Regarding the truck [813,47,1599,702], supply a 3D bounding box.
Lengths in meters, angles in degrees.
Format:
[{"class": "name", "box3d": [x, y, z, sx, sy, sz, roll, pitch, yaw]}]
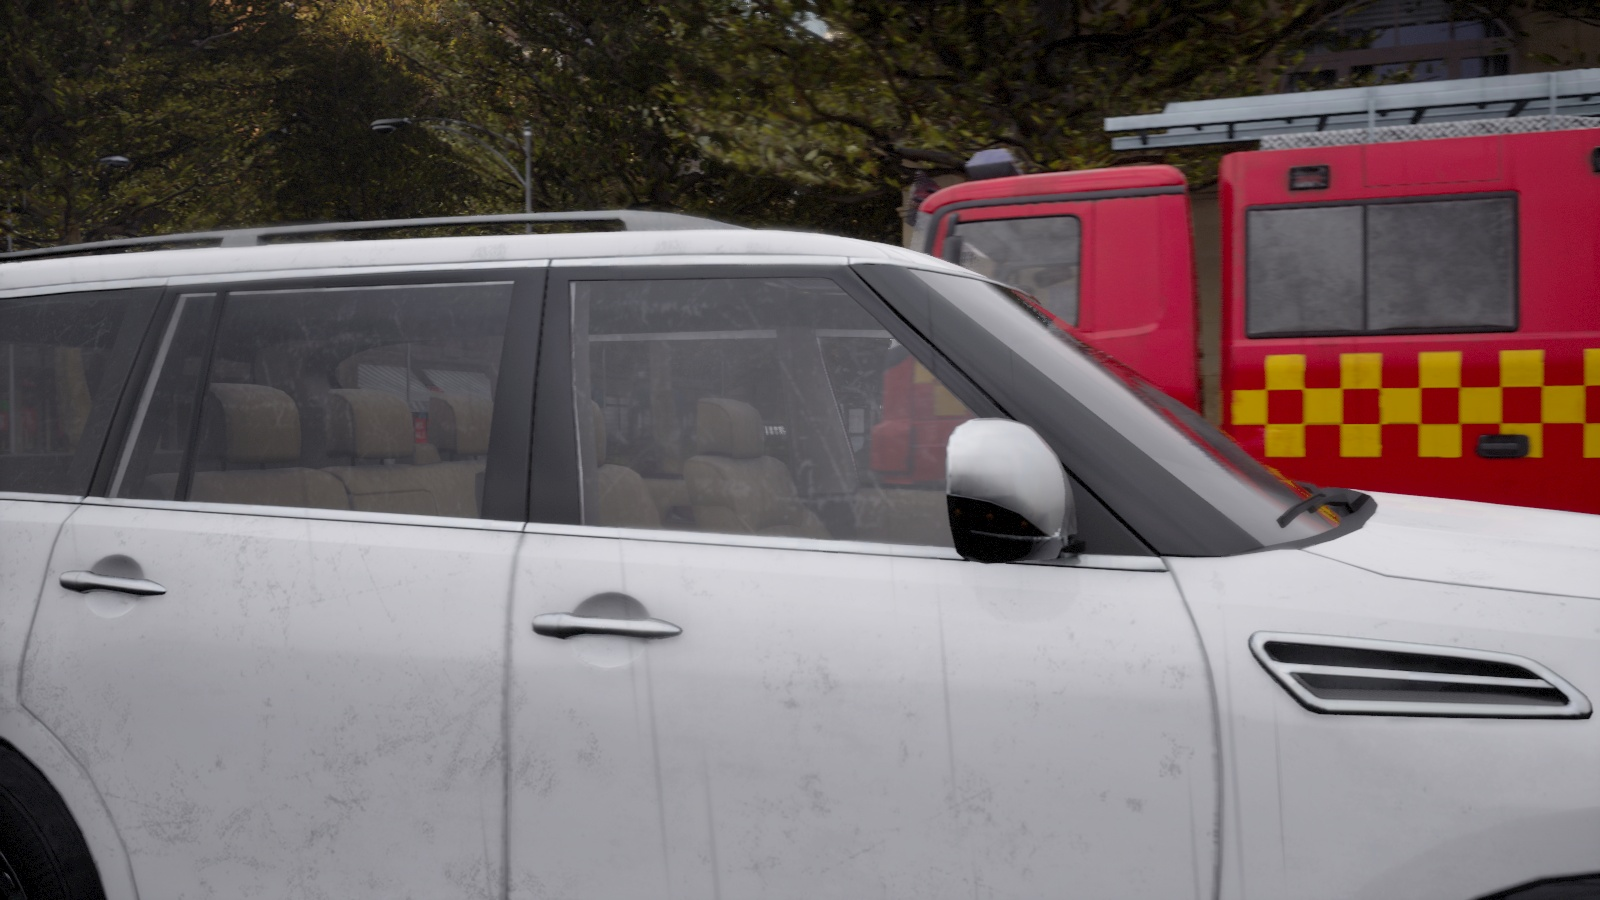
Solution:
[{"class": "truck", "box3d": [4.573, -0.464, 8.903, 8.468, 3.827, 2.891, 1, 1, 19]}]

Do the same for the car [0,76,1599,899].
[{"class": "car", "box3d": [-0.139, 0.493, 3.236, 5.566, 2.045, 2.150, 1, 1, 19]}]
